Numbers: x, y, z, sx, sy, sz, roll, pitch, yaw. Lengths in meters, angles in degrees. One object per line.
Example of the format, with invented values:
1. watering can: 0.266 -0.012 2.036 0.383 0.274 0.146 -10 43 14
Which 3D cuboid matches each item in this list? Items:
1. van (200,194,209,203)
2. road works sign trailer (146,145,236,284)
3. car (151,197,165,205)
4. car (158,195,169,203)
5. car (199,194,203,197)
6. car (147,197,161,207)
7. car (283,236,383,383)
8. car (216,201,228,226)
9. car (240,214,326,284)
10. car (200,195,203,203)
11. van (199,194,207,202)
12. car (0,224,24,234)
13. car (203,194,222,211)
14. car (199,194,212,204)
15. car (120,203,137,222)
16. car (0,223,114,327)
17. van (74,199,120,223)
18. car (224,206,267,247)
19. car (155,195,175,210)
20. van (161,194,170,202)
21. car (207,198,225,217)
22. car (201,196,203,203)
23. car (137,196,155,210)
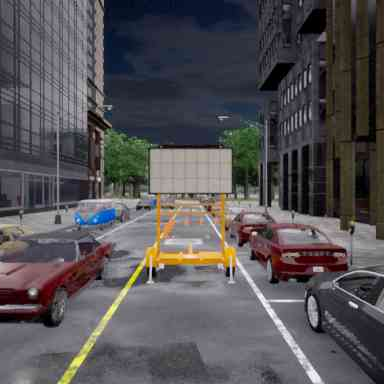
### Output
1. van: 2.535 1.365 69.262 1.690 1.788 3.998 0 0 0
2. road works sign trailer: -0.030 0.465 9.582 2.380 3.560 2.880 0 0 0
3. car: -5.954 1.582 58.359 1.947 1.339 4.313 0 0 0
4. car: -5.990 1.464 69.234 1.967 1.590 4.097 0 0 0
5. car: 2.571 1.457 58.387 1.967 1.590 4.097 0 0 0
6. car: -5.935 1.539 52.752 1.752 1.417 4.829 0 0 0
7. car: 2.750 1.551 4.011 2.008 1.369 4.403 0 0 0
8. car: 2.696 1.527 20.494 1.752 1.417 4.829 0 0 0
9. car: 2.732 1.545 9.449 1.887 1.381 4.507 0 0 0
10. car: 2.589 1.558 52.949 1.887 1.381 4.507 0 0 0
11. van: 2.518 1.369 74.700 1.690 1.788 3.998 0 0 0
12. car: -5.792 1.526 9.251 1.752 1.417 4.829 0 0 0
13. car: 2.643 1.321 36.637 2.192 1.841 5.009 0 0 0
14. car: 2.553 1.335 63.825 2.192 1.841 5.009 0 0 0
15. car: -5.846 1.554 25.734 2.008 1.369 4.403 0 0 0
16. car: -3.123 1.601 7.135 1.895 1.301 4.718 0 0 0
17. van: -5.829 1.343 20.296 1.690 1.788 3.998 0 0 0
18. car: 2.715 1.546 14.887 1.887 1.381 4.507 0 0 0
19. car: -3.236 1.513 42.298 1.837 1.490 4.892 0 0 0
20. van: -6.008 1.369 74.672 1.690 1.788 3.998 0 0 0
21. car: 2.660 1.530 31.369 1.752 1.417 4.829 0 0 0
22. car: 2.607 1.536 47.682 1.752 1.417 4.829 0 0 0
23. car: -5.900 1.574 42.046 1.947 1.339 4.313 0 0 0
